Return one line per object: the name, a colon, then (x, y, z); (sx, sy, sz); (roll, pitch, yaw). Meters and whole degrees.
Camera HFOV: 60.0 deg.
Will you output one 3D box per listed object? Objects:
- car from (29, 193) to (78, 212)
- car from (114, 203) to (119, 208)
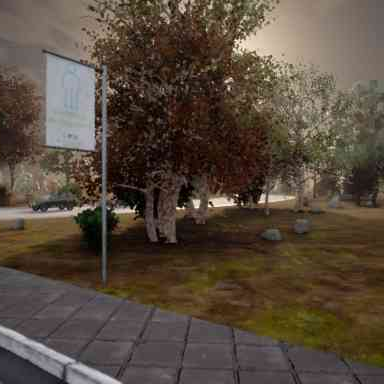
car: (-16.531, 1.204, 39.939); (2.150, 2.045, 5.566); (0, 0, 38)
car: (-10.141, 1.454, 48.167); (1.837, 1.490, 4.892); (0, 0, 37)
